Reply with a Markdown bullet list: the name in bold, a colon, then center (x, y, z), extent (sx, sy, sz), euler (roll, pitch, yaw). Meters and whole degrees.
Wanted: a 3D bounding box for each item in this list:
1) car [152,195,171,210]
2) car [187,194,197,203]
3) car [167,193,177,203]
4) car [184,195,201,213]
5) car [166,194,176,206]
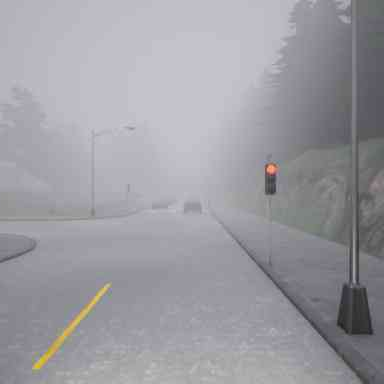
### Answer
- **car**: center (-4.103, 1.526, 43.481), extent (1.812, 1.442, 4.674), euler (0, 0, 0)
- **car**: center (-0.028, 1.352, 68.291), extent (2.097, 1.767, 4.553), euler (0, 0, 0)
- **car**: center (-4.068, 1.221, 64.451), extent (2.150, 2.045, 5.566), euler (0, 0, 0)
- **car**: center (0.066, 1.477, 37.640), extent (1.882, 1.535, 5.008), euler (0, 0, 0)
- **car**: center (-4.113, 1.477, 53.772), extent (1.882, 1.535, 5.008), euler (0, 0, 0)
